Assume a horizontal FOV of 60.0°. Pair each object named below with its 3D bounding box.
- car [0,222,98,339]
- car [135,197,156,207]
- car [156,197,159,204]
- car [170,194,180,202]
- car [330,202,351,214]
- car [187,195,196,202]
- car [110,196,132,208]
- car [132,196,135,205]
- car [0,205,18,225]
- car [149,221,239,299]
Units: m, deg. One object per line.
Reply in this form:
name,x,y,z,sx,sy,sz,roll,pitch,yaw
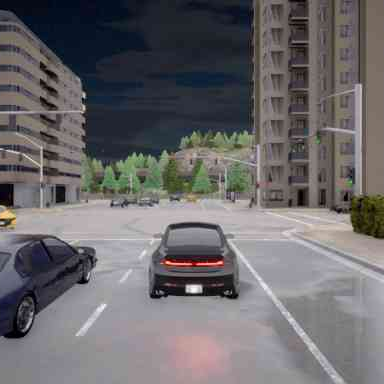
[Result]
car,-3.461,1.547,6.516,2.033,1.411,5.357,0,0,0
car,-7.183,1.526,51.982,1.812,1.442,4.674,0,0,-1
car,-7.174,1.564,61.895,1.994,1.385,4.181,0,0,0
car,-3.627,1.194,72.903,2.097,1.767,4.553,0,0,0
car,17.285,1.547,34.580,5.357,1.411,2.033,0,0,0
car,-0.125,1.478,73.854,1.882,1.535,5.008,0,0,0
car,-10.681,1.491,49.016,2.128,1.511,4.902,0,0,0
car,-10.675,1.505,58.290,1.837,1.490,4.892,0,0,0
car,-12.410,1.478,20.424,5.008,1.535,1.882,0,-1,43
car,0.049,1.505,8.445,1.837,1.490,4.892,0,0,0
